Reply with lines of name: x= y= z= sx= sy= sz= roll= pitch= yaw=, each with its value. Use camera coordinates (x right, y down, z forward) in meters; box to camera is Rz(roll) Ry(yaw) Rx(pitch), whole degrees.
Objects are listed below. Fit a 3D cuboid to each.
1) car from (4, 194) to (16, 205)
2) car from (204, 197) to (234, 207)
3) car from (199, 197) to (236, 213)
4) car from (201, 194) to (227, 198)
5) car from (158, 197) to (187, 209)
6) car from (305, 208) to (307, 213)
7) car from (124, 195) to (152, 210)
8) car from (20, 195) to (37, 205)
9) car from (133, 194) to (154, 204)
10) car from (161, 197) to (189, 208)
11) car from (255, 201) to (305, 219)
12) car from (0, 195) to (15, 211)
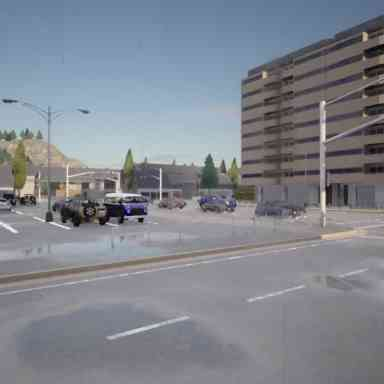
car: x=-29.684 y=1.212 z=53.710 sx=1.905 sy=1.878 sz=3.866 roll=0 pitch=0 yaw=-35
car: x=4.343 y=1.547 z=53.372 sx=2.128 sy=1.511 sz=4.902 roll=0 pitch=0 yaw=-35
car: x=2.813 y=1.619 z=37.066 sx=1.994 sy=1.385 sz=4.181 roll=0 pitch=0 yaw=-35
car: x=3.184 y=1.277 z=42.581 sx=2.150 sy=2.045 sz=5.566 roll=0 pitch=0 yaw=-35
car: x=-2.954 y=1.619 z=45.184 sx=1.994 sy=1.385 sz=4.181 roll=0 pitch=0 yaw=-35
car: x=9.072 y=1.603 z=34.292 sx=2.033 sy=1.411 sz=5.357 roll=0 pitch=0 yaw=-35
car: x=-8.723 y=1.656 z=53.367 sx=1.895 sy=1.301 sz=4.718 roll=0 pitch=0 yaw=-35
car: x=-27.288 y=1.209 z=55.334 sx=1.932 sy=1.855 sz=4.605 roll=0 pitch=0 yaw=-35
car: x=-9.306 y=1.547 z=66.540 sx=2.128 sy=1.511 sz=4.902 roll=0 pitch=0 yaw=-35
car: x=-2.649 y=1.560 z=50.815 sx=1.837 sy=1.490 sz=4.892 roll=0 pitch=0 yaw=-35
car: x=7.678 y=1.619 z=30.212 sx=1.994 sy=1.385 sz=4.181 roll=0 pitch=0 yaw=-35
car: x=-21.826 y=1.451 z=37.877 sx=1.970 sy=1.475 sz=3.806 roll=0 pitch=0 yaw=-35
